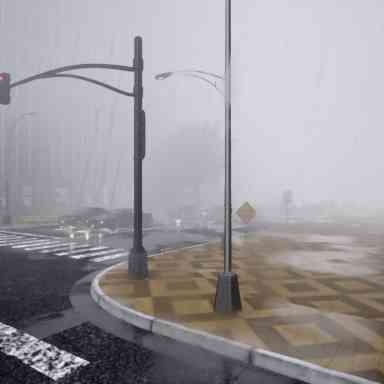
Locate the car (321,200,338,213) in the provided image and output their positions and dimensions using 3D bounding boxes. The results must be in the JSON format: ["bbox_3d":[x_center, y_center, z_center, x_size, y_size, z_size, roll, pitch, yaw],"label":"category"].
[{"bbox_3d":[21.762,2.254,53.069,2.150,2.045,5.566,0,-1,33],"label":"car"}]

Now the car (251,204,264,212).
[{"bbox_3d":[10.280,2.516,53.248,1.895,1.301,4.718,0,-1,33],"label":"car"}]

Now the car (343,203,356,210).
[{"bbox_3d":[31.294,2.837,65.824,1.812,1.442,4.674,0,-1,33],"label":"car"}]

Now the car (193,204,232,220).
[{"bbox_3d":[2.534,2.063,35.311,2.128,1.511,4.902,0,-1,33],"label":"car"}]

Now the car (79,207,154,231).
[{"bbox_3d":[-4.956,1.874,23.638,2.033,1.411,5.357,0,-1,33],"label":"car"}]

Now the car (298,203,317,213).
[{"bbox_3d":[19.008,2.593,54.795,1.994,1.385,4.181,0,-1,33],"label":"car"}]

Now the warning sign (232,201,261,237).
[{"bbox_3d":[3.050,1.454,18.585,1.300,1.860,1.060,1,1,33],"label":"warning sign"}]

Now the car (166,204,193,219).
[{"bbox_3d":[-0.862,2.053,36.033,1.837,1.490,4.892,0,-1,33],"label":"car"}]

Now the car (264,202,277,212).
[{"bbox_3d":[13.591,2.292,52.369,2.097,1.767,4.553,0,-1,33],"label":"car"}]

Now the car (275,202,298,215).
[{"bbox_3d":[13.573,2.450,46.230,1.895,1.301,4.718,0,-1,33],"label":"car"}]

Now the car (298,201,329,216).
[{"bbox_3d":[16.242,2.343,44.378,2.128,1.511,4.902,0,-1,33],"label":"car"}]

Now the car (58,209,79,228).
[{"bbox_3d":[-7.828,1.844,25.166,1.812,1.442,4.674,0,-1,31],"label":"car"}]
